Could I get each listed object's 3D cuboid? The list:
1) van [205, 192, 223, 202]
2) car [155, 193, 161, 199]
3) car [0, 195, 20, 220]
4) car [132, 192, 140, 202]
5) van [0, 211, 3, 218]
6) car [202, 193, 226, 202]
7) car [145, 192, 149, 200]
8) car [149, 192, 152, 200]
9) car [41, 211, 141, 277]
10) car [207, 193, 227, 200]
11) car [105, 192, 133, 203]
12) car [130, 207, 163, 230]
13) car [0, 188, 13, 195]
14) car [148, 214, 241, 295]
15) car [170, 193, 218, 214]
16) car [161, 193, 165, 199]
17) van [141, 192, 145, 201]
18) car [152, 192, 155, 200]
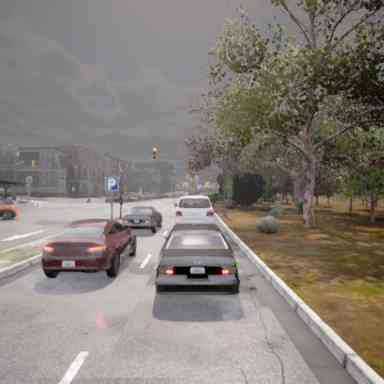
[{"bbox_3d":[4.245,1.024,67.451,4.442,1.987,1.878,1,0,-14],"label":"van"},{"bbox_3d":[-11.504,1.332,88.782,4.674,1.452,2.002,-1,0,-12],"label":"car"},{"bbox_3d":[-16.642,1.397,27.038,4.553,1.767,2.185,-1,0,-19],"label":"car"},{"bbox_3d":[-13.838,1.296,67.838,5.366,1.575,1.946,-1,0,-15],"label":"car"},{"bbox_3d":[-16.616,1.291,24.061,4.442,1.987,1.878,-1,0,-19],"label":"van"},{"bbox_3d":[4.626,1.122,70.421,4.553,1.767,2.185,1,0,-14],"label":"car"},{"bbox_3d":[-13.057,1.300,76.802,4.892,1.521,2.231,-1,0,-14],"label":"car"},{"bbox_3d":[-12.686,1.337,79.797,4.674,1.452,2.002,-1,0,-13],"label":"car"},{"bbox_3d":[-2.898,1.533,10.120,1.812,1.442,4.674,0,0,0],"label":"car"},{"bbox_3d":[6.409,1.105,85.122,4.553,1.767,2.185,1,0,-12],"label":"car"},{"bbox_3d":[-14.481,1.340,64.846,4.792,1.488,2.163,-1,0,-15],"label":"car"},{"bbox_3d":[-2.855,1.568,19.700,2.033,1.411,5.357,0,0,1],"label":"car"},{"bbox_3d":[-31.197,0.121,55.704,2.002,1.452,4.674,6,-3,-19],"label":"car"},{"bbox_3d":[0.102,1.553,8.874,2.033,1.411,5.357,0,0,0],"label":"car"},{"bbox_3d":[0.142,1.240,19.123,2.150,2.045,5.566,0,0,0],"label":"car"},{"bbox_3d":[-11.055,1.038,91.788,5.566,2.045,2.435,-1,0,-12],"label":"car"},{"bbox_3d":[-13.283,1.072,73.831,4.442,1.987,1.878,-1,0,-14],"label":"van"},{"bbox_3d":[-12.316,1.335,82.799,4.674,1.452,2.002,-1,0,-13],"label":"car"}]
